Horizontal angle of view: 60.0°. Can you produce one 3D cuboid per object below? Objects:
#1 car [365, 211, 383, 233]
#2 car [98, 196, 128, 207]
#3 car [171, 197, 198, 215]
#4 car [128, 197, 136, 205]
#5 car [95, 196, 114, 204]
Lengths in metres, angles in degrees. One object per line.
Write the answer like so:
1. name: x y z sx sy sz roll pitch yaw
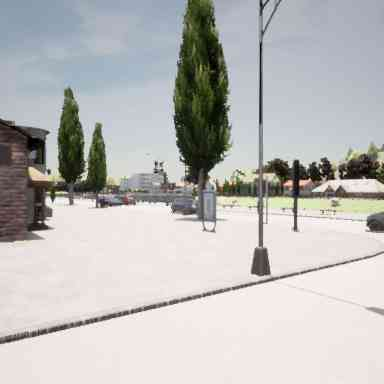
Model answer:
1. car: 11.758 1.557 18.020 4.181 1.385 1.994 0 0 43
2. car: -12.211 1.543 50.447 2.033 1.411 5.357 0 0 -35
3. car: -0.232 1.347 33.674 2.097 1.767 4.553 0 0 -36
4. car: -10.939 1.520 55.782 1.812 1.442 4.674 0 0 -36
5. car: -16.894 1.472 64.074 1.882 1.535 5.008 0 0 -36
